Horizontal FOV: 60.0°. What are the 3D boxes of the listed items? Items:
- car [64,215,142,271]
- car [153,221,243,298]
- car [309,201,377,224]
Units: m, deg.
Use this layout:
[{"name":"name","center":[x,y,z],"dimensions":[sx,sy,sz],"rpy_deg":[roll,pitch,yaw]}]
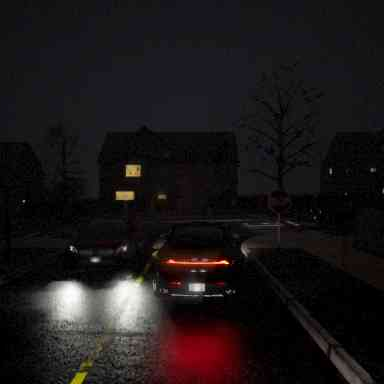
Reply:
[{"name":"car","center":[-2.715,1.524,11.108],"dimensions":[1.812,1.442,4.674],"rpy_deg":[1,0,-4]},{"name":"car","center":[0.187,1.505,8.520],"dimensions":[1.837,1.490,4.892],"rpy_deg":[0,0,2]},{"name":"car","center":[10.177,1.296,21.644],"dimensions":[4.718,1.301,1.895],"rpy_deg":[-1,1,-1]}]
